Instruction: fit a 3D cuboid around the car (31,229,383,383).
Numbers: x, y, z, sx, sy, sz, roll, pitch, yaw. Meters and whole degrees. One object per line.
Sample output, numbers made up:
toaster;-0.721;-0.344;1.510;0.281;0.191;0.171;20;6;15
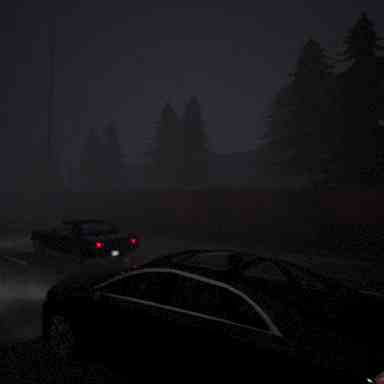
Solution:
car;0.010;1.514;4.178;4.902;1.511;2.128;0;0;37

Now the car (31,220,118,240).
car;-4.092;1.680;12.168;4.718;1.301;1.895;0;0;42
